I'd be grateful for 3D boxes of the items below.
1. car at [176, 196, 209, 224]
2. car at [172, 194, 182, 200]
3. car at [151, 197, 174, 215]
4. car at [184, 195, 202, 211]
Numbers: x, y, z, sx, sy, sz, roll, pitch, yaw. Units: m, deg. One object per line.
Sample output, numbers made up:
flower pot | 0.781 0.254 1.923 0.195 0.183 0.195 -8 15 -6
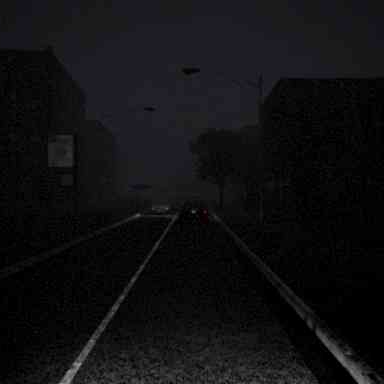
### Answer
car | 0.110 1.383 24.916 2.097 1.767 4.553 0 0 0
car | -3.361 1.096 75.234 1.882 1.535 5.008 0 1 0
car | -3.171 1.549 34.774 1.812 1.442 4.674 0 0 0
car | 0.114 1.343 42.083 2.097 1.767 4.553 0 0 0
